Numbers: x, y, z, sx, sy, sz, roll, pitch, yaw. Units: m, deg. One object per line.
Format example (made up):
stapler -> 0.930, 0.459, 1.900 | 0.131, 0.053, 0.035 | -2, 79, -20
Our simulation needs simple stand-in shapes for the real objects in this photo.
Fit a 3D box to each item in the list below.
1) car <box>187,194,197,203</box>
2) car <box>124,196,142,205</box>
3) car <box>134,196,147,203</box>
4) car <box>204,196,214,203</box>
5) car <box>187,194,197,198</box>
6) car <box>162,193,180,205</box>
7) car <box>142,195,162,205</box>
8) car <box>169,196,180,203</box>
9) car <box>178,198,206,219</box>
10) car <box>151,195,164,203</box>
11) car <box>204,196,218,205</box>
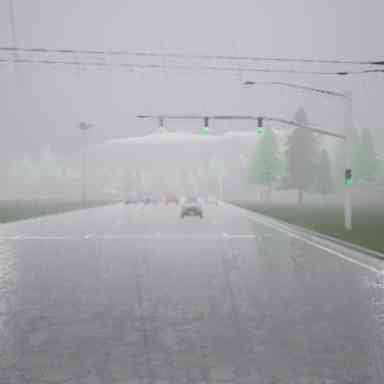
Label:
car -> -0.028, 1.243, 68.672 | 2.097, 1.767, 4.553 | 0, 0, 0
car -> -10.524, 1.550, 58.527 | 1.895, 1.301, 4.718 | 0, 0, 0
car -> -10.528, 1.441, 68.699 | 1.994, 1.385, 4.181 | 0, 0, 0
car -> 3.472, 1.442, 68.704 | 1.994, 1.385, 4.181 | 0, 0, 0
car -> -0.024, 1.454, 58.430 | 1.837, 1.490, 4.892 | 0, 0, 0
car -> -3.524, 1.171, 58.235 | 2.150, 2.045, 5.566 | 0, 0, 0
car -> -7.024, 1.301, 58.644 | 2.097, 1.767, 4.553 | 0, 0, 0
car -> -3.528, 1.445, 68.701 | 1.994, 1.385, 4.181 | 0, 0, 0
car -> -0.012, 1.501, 28.471 | 1.812, 1.442, 4.674 | 0, 0, 0
car -> -7.028, 1.434, 68.701 | 2.033, 1.411, 5.357 | 0, 0, 0
car -> 3.476, 1.475, 58.441 | 1.812, 1.442, 4.674 | 0, 0, 0
